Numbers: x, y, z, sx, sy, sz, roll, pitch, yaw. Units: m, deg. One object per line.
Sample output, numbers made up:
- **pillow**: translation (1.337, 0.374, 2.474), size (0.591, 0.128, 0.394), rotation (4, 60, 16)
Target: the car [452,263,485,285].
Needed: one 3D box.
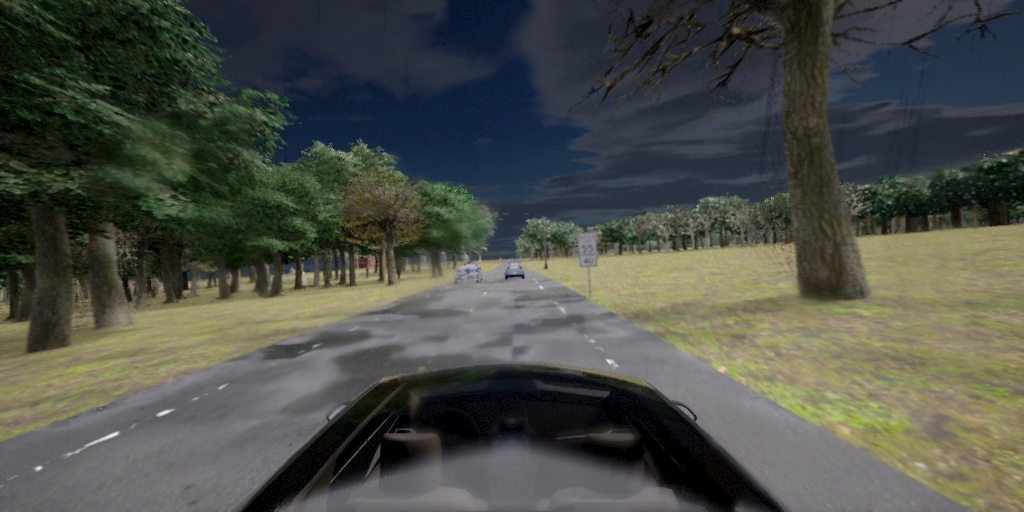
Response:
- **car**: translation (-3.330, 1.308, 27.872), size (1.812, 1.442, 4.674), rotation (-3, -1, 0)

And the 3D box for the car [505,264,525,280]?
- **car**: translation (0.273, 1.583, 36.273), size (1.994, 1.385, 4.181), rotation (-3, -1, 1)
